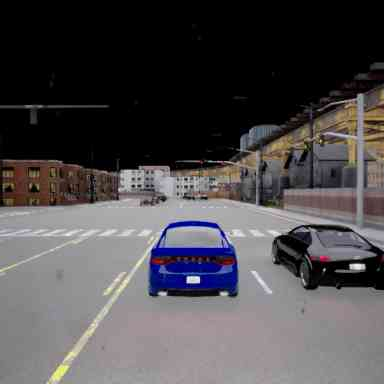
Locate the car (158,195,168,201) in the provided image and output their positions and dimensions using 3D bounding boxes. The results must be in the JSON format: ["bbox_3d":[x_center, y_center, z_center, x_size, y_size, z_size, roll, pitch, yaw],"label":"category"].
[{"bbox_3d":[-7.258,1.539,84.147,2.033,1.411,5.357,0,0,0],"label":"car"}]

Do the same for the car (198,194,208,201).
[{"bbox_3d":[3.204,1.471,87.658,1.882,1.535,5.008,0,0,-3],"label":"car"}]

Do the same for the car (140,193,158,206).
[{"bbox_3d":[-7.251,1.352,54.607,2.097,1.767,4.553,0,0,0],"label":"car"}]

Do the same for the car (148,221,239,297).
[{"bbox_3d":[0.035,1.478,8.638,1.882,1.535,5.008,0,0,0],"label":"car"}]

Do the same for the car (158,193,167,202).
[{"bbox_3d":[-7.225,1.225,73.640,2.150,2.045,5.566,0,0,0],"label":"car"}]

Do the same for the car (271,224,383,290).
[{"bbox_3d":[3.538,1.564,9.104,1.994,1.385,4.181,0,0,0],"label":"car"}]

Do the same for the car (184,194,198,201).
[{"bbox_3d":[-0.282,1.345,86.759,2.097,1.767,4.553,0,0,-3],"label":"car"}]

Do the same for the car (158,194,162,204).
[{"bbox_3d":[-7.246,1.526,63.406,1.812,1.442,4.674,0,0,0],"label":"car"}]
